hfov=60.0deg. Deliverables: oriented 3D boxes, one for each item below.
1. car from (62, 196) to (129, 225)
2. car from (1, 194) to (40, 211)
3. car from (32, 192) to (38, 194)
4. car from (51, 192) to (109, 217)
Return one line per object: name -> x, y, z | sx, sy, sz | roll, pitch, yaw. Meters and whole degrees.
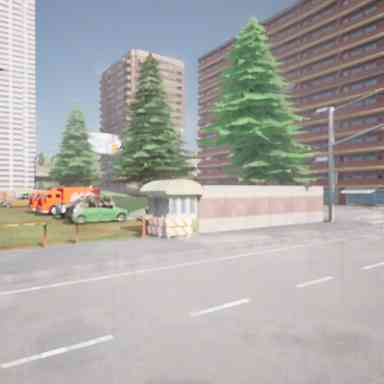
car -> -6.260, 1.299, 22.352 | 3.988, 1.617, 1.851 | 0, 0, -35
car -> -23.392, 1.357, 44.935 | 4.193, 1.474, 1.816 | 0, 0, -35
car -> -24.677, 1.165, 47.454 | 3.866, 1.878, 1.905 | 0, 0, -35
car -> -8.294, 1.127, 26.397 | 4.605, 1.855, 1.932 | 0, 0, -35
